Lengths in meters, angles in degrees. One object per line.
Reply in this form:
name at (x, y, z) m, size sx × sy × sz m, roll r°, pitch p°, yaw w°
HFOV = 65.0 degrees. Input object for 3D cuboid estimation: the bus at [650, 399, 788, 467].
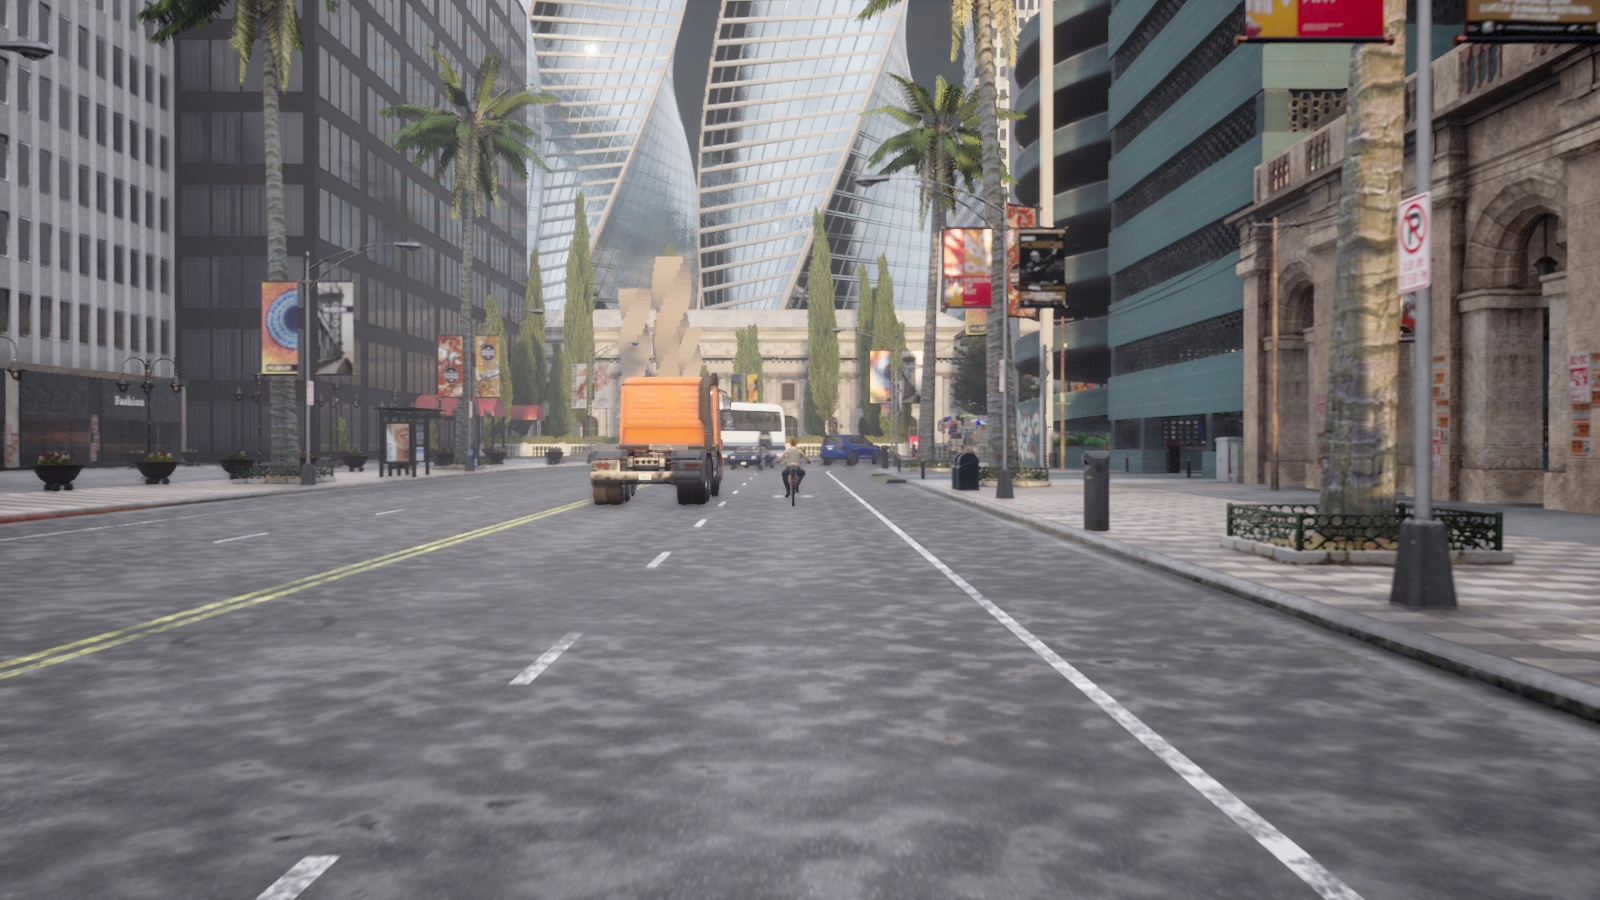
bus at (-5.268, -1.108, 84.210) m, size 3.944 × 4.253 × 10.273 m, roll 0°, pitch 0°, yaw 32°

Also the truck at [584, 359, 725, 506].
truck at (-3.672, -0.427, 33.510) m, size 2.891 × 3.462 × 7.936 m, roll 0°, pitch 0°, yaw 0°

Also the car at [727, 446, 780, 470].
car at (-2.633, 0.440, 71.938) m, size 1.895 × 1.301 × 4.718 m, roll 0°, pitch 0°, yaw 13°

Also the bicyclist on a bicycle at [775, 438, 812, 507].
bicyclist on a bicycle at (-0.153, 0.514, 30.039) m, size 0.866 × 1.612 × 1.509 m, roll 0°, pitch 0°, yaw 0°

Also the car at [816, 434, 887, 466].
car at (3.545, -0.011, 84.948) m, size 2.150 × 2.045 × 5.566 m, roll 0°, pitch 0°, yaw 35°
